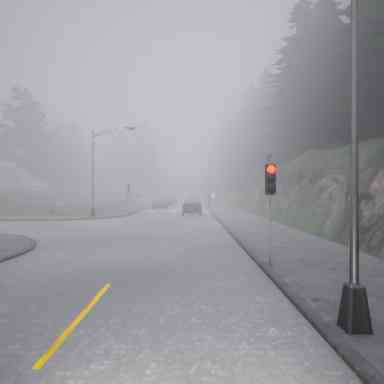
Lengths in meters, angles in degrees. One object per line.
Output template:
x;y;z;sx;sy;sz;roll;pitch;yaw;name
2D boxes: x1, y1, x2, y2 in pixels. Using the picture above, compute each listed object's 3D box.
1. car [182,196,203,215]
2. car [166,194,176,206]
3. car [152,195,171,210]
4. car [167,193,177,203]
0.027;1.477;33.619;1.882;1.535;5.008;0;0;2;car
-4.113;1.477;53.772;1.882;1.535;5.008;0;0;0;car
-4.103;1.526;43.481;1.812;1.442;4.674;0;0;0;car
-4.068;1.221;64.451;2.150;2.045;5.566;0;0;0;car
